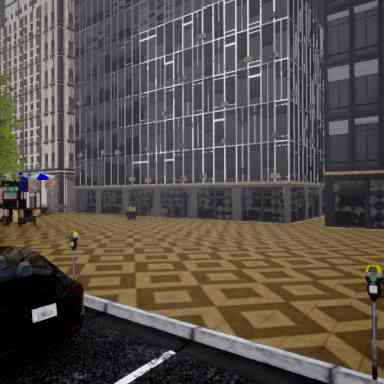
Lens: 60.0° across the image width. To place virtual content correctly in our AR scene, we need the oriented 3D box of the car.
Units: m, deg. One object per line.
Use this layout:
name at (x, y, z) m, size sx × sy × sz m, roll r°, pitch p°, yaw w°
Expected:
car at (-3.557, 1.566, 5.423) m, size 4.313 × 1.339 × 1.947 m, roll 0°, pitch 0°, yaw 36°
